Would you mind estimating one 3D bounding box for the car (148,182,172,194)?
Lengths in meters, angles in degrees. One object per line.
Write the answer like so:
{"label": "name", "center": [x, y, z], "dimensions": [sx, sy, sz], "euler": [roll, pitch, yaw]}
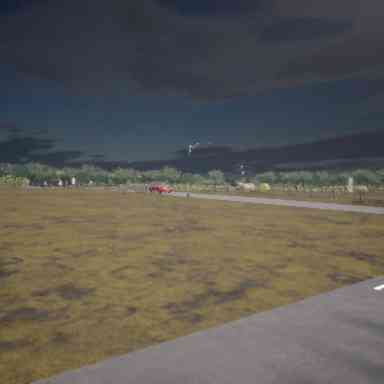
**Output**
{"label": "car", "center": [-5.726, -0.739, 59.139], "dimensions": [2.150, 2.045, 5.566], "euler": [-1, 3, -36]}
